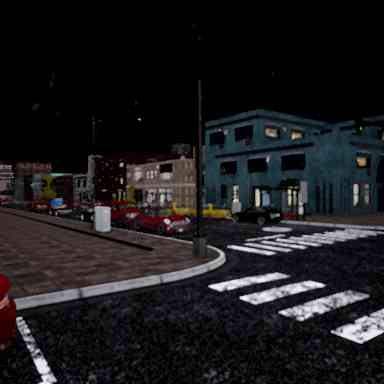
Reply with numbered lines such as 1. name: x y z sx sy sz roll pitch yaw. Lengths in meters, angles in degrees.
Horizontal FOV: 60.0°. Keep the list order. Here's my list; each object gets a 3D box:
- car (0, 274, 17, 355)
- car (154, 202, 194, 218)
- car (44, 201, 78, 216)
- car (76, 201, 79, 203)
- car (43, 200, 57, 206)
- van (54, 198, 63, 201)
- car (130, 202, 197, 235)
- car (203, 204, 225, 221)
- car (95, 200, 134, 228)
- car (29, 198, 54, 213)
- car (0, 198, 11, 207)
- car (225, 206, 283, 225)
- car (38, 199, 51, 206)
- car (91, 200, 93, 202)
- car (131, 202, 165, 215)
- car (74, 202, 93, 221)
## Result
1. car: -4.365 1.546 3.447 4.507 1.381 1.887 0 0 -36
2. car: -1.927 1.815 34.649 1.752 1.417 4.829 -2 0 -37
3. car: -15.282 2.050 38.651 2.008 1.369 4.403 -1 0 -37
4. car: -22.022 2.274 61.767 1.802 1.307 4.206 -2 0 -37
5. car: -32.121 2.440 75.394 1.887 1.381 4.507 -2 0 -37
6. van: -28.760 2.169 70.852 1.690 1.788 3.998 -2 0 -37
7. car: -1.819 1.670 20.482 1.967 1.590 4.097 -1 0 -37
8. car: 1.439 1.748 30.107 1.752 1.417 4.829 -2 0 -37
9. car: -5.188 1.613 25.024 2.192 1.841 5.009 -1 0 -37
10. car: -22.020 1.950 47.735 2.192 1.841 5.009 -1 0 -37
11. car: -42.250 2.356 74.965 2.192 1.841 5.009 -1 0 -37
12. car: 4.908 1.719 25.428 1.947 1.339 4.313 -2 0 -37
13. car: -35.588 2.490 80.073 1.752 1.417 4.829 -2 0 -37
14. car: -15.293 1.997 52.682 1.967 1.590 4.097 -2 0 -37
15. car: -5.192 1.906 39.056 2.008 1.369 4.403 -2 0 -37
16. car: -8.549 1.916 29.567 2.008 1.369 4.403 -1 0 -37
